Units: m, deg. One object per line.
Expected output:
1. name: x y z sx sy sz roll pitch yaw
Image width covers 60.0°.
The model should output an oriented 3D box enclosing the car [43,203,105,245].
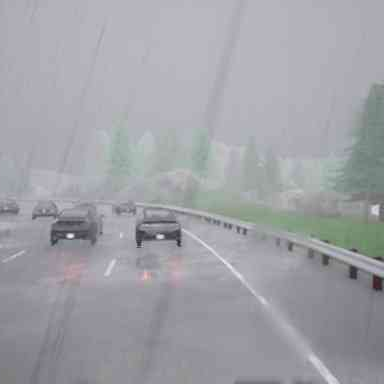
1. car: -5.270 1.481 15.577 1.837 1.490 4.892 0 0 -11

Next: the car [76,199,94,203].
1. car: -10.639 1.452 32.953 1.837 1.490 4.892 0 0 -23

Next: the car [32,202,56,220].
1. car: -12.317 1.517 27.980 2.033 1.411 5.357 0 0 -21

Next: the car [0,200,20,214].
1. car: -18.908 1.544 34.184 1.994 1.385 4.181 0 0 -26

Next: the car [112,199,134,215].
1. car: -6.674 1.423 32.442 2.128 1.511 4.902 0 0 -21

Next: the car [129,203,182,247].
1. car: -1.579 1.454 14.812 2.128 1.511 4.902 0 0 -9
